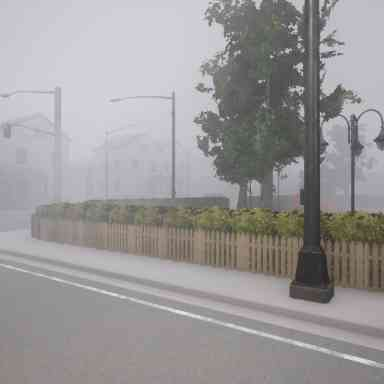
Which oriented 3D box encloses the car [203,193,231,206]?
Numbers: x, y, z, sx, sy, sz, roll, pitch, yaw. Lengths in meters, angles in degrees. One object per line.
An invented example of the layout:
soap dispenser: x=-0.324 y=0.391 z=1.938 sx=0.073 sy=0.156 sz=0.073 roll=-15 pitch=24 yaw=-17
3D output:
car: x=3.515 y=1.221 z=48.168 sx=2.150 sy=2.045 sz=5.566 roll=0 pitch=0 yaw=35
